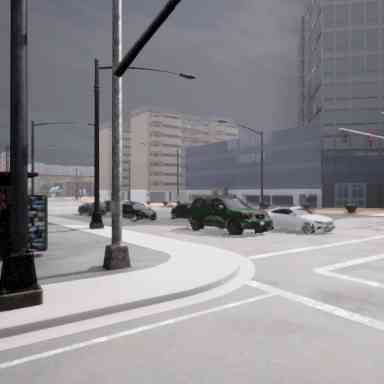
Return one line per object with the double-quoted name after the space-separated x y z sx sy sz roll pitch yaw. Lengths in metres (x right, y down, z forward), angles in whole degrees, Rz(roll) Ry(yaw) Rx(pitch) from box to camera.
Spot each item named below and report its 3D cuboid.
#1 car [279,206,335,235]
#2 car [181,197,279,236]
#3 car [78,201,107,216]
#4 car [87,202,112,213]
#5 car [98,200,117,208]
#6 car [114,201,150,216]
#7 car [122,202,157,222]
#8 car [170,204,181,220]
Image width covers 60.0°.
6.055 1.598 19.669 1.812 1.442 4.674 0 0 -36 "car"
1.987 1.316 19.341 2.150 2.045 5.566 0 -1 -36 "car"
-11.399 1.938 37.793 2.033 1.411 5.357 0 -1 -36 "car"
-12.768 2.060 45.695 1.994 1.385 4.181 0 -1 -35 "car"
-15.863 2.281 62.138 1.994 1.385 4.181 0 -1 -36 "car"
-6.868 1.840 37.506 2.128 1.511 4.902 0 -1 -36 "car"
-4.797 1.732 28.686 1.837 1.490 4.892 0 -1 -36 "car"
-0.116 1.711 28.247 1.812 1.442 4.674 0 -1 -36 "car"
